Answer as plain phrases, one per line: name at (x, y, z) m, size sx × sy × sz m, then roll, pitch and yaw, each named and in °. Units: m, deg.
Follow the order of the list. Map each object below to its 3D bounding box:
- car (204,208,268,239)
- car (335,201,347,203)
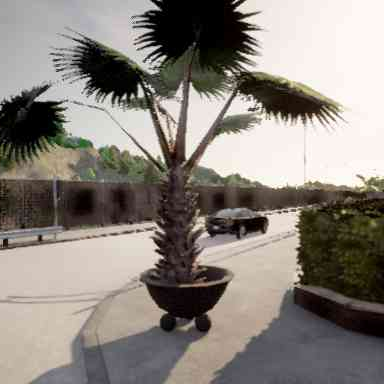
car at (2.596, 1.628, 18.508) m, size 1.882 × 1.535 × 5.008 m, roll -1°, pitch -1°, yaw 35°
car at (18.658, 1.792, 41.341) m, size 2.033 × 1.411 × 5.357 m, roll -1°, pitch -1°, yaw 35°
